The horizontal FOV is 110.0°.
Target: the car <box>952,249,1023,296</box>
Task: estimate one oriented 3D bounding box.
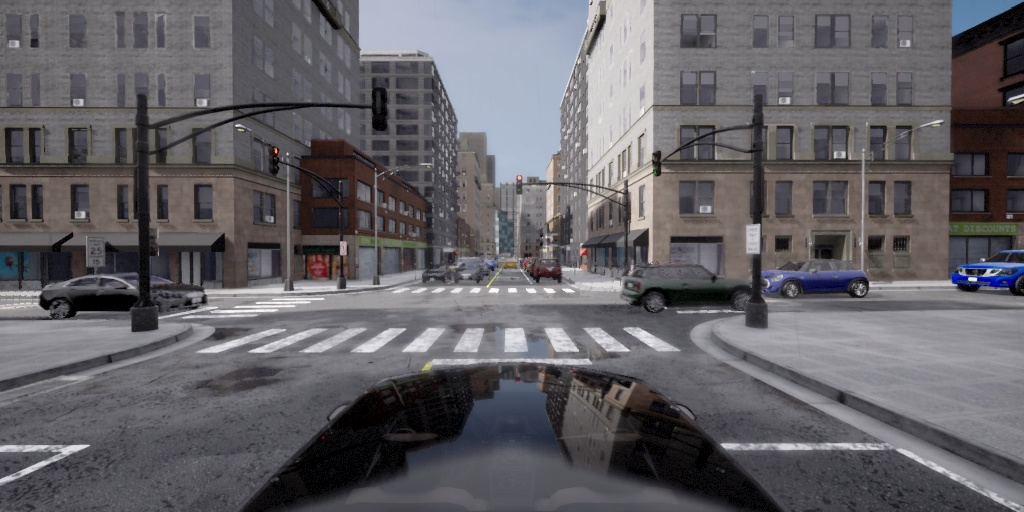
[{"bbox_3d":[24.026,0.697,16.573,5.566,2.045,2.150,-1,1,0],"label":"car"}]

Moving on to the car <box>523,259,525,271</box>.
[{"bbox_3d":[2.674,1.276,45.105,1.751,1.417,4.829,0,0,0],"label":"car"}]

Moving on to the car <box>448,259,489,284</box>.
[{"bbox_3d":[-3.204,1.244,27.311,2.128,1.511,4.902,0,0,0],"label":"car"}]

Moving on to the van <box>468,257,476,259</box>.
[{"bbox_3d":[-5.855,1.092,44.897,1.690,1.789,3.998,0,0,0],"label":"van"}]

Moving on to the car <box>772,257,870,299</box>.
[{"bbox_3d":[13.402,0.937,16.455,4.553,1.767,2.097,-1,1,-1],"label":"car"}]

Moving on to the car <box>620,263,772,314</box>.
[{"bbox_3d":[6.463,1.059,13.242,4.553,1.767,2.097,-1,0,0],"label":"car"}]

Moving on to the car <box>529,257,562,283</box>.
[{"bbox_3d":[2.746,1.066,28.178,2.192,1.841,5.009,0,0,0],"label":"car"}]

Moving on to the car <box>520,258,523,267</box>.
[{"bbox_3d":[2.651,1.064,50.521,2.192,1.841,5.009,0,0,0],"label":"car"}]

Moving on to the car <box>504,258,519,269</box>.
[{"bbox_3d":[-0.242,1.225,57.149,1.882,1.535,5.008,0,0,0],"label":"car"}]

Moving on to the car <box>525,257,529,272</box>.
[{"bbox_3d":[2.722,1.067,33.764,2.192,1.841,5.009,0,0,0],"label":"car"}]

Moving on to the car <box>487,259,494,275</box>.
[{"bbox_3d":[-3.245,1.300,37.133,2.033,1.411,5.357,0,0,0],"label":"car"}]

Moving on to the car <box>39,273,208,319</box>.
[{"bbox_3d":[-13.952,1.374,13.056,4.902,1.511,2.128,0,1,0],"label":"car"}]

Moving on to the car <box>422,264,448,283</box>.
[{"bbox_3d":[-5.780,1.318,28.140,1.948,1.339,4.313,0,0,0],"label":"car"}]

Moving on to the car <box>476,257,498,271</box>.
[{"bbox_3d":[-3.277,1.228,47.328,1.882,1.535,5.008,0,0,0],"label":"car"}]
